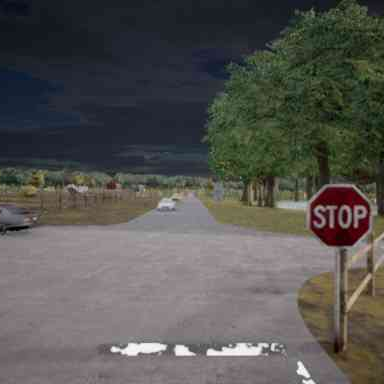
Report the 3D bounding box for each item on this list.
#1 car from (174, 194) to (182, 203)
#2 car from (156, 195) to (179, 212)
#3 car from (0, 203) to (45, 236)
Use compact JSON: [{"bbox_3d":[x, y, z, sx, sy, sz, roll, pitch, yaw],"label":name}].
[{"bbox_3d":[-2.785,1.161,61.039,1.882,1.535,5.008,0,0,0],"label":"car"},{"bbox_3d":[-2.769,1.417,36.818,1.812,1.442,4.674,0,0,0],"label":"car"},{"bbox_3d":[-9.840,1.192,15.559,5.357,1.411,2.033,2,1,0],"label":"car"}]
